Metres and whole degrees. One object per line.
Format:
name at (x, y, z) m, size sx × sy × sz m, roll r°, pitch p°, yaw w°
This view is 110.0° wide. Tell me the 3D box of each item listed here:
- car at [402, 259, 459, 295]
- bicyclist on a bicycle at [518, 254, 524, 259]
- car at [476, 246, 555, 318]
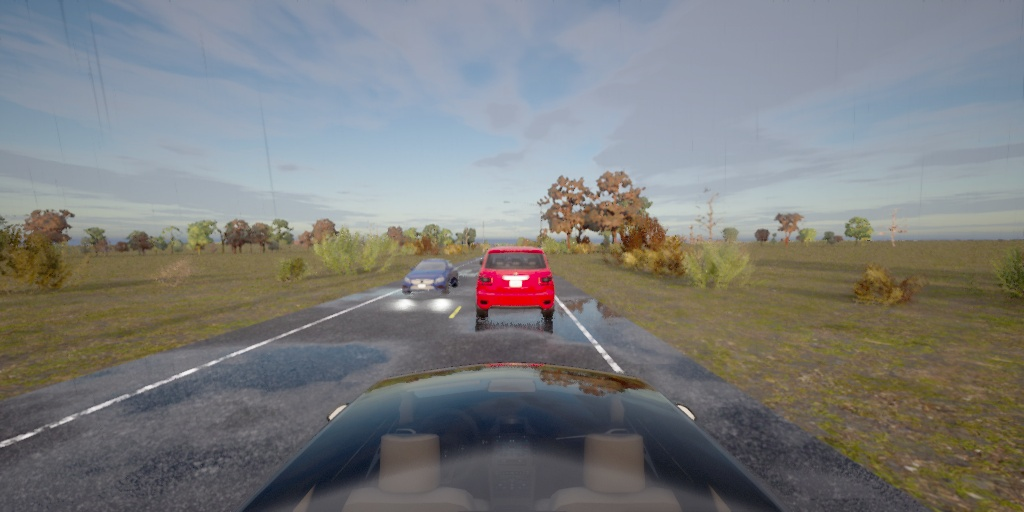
car at (-3.592, 0.876, 16.557) m, size 1.812 × 1.442 × 4.674 m, roll 0°, pitch 2°, yaw 0°
bicyclist on a bicycle at (0.956, 0.189, 36.496) m, size 0.659 × 1.776 × 1.843 m, roll 0°, pitch 2°, yaw 0°
car at (0.090, 0.703, 11.706) m, size 2.150 × 2.045 × 5.566 m, roll 0°, pitch 2°, yaw 0°
